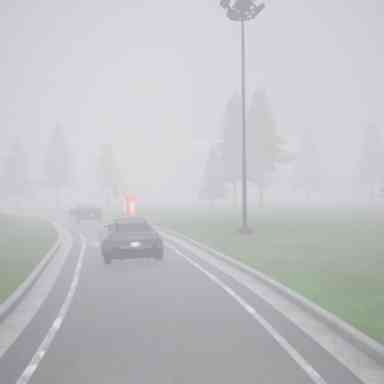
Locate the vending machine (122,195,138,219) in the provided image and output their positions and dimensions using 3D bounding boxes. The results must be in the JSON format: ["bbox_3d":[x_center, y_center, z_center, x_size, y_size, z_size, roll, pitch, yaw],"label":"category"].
[{"bbox_3d":[-5.606,1.296,30.032,1.100,2.100,0.880,-1,0,-32],"label":"vending machine"}]

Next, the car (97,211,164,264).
[{"bbox_3d":[-2.333,1.605,12.270,1.994,1.385,4.181,-1,0,-16],"label":"car"}]

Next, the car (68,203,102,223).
[{"bbox_3d":[-8.756,1.606,27.084,1.882,1.535,5.008,0,0,-30],"label":"car"}]
